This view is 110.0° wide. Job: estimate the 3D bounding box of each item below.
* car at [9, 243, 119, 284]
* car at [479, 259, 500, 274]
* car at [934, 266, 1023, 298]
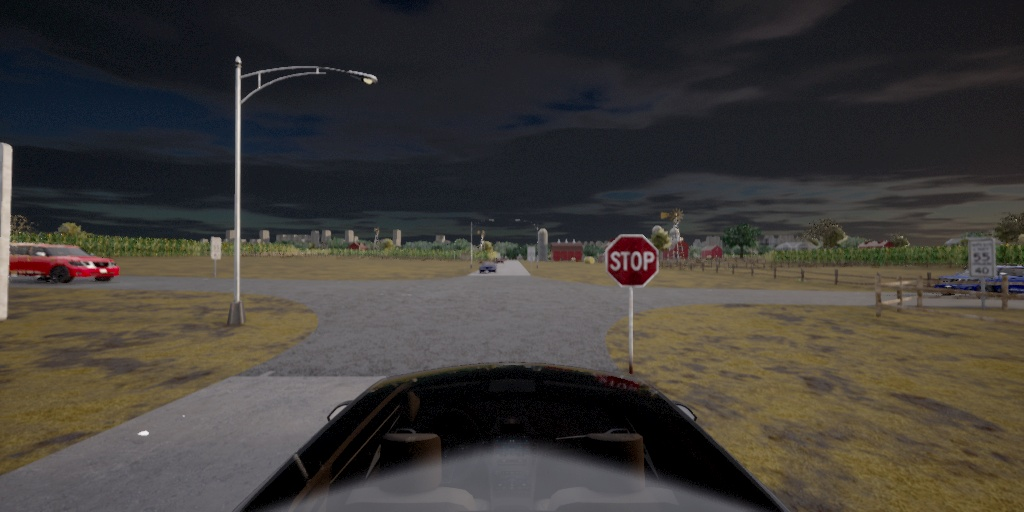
[{"bbox_3d":[-24.706,0.380,19.273,5.566,2.045,2.150,1,-1,0],"label":"car"},{"bbox_3d":[-2.664,1.325,40.485,1.895,1.301,4.718,0,0,0],"label":"car"},{"bbox_3d":[30.374,1.605,22.678,5.566,2.045,2.150,1,-1,0],"label":"car"}]
